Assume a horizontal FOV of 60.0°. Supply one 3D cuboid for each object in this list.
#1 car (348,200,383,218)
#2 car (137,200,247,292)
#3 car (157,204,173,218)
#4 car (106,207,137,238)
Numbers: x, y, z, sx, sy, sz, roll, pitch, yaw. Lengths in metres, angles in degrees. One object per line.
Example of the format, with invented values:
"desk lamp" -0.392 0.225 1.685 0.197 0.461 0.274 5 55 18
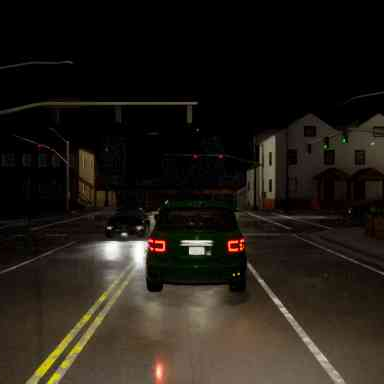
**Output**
"car" 16.563 1.490 29.786 4.902 1.511 2.128 0 0 -1
"car" 0.090 1.221 9.059 2.150 2.045 5.566 0 0 0
"car" -3.593 2.595 45.329 1.812 1.442 4.674 0 -9 0
"car" -3.222 1.545 17.843 2.033 1.411 5.357 0 0 -3
